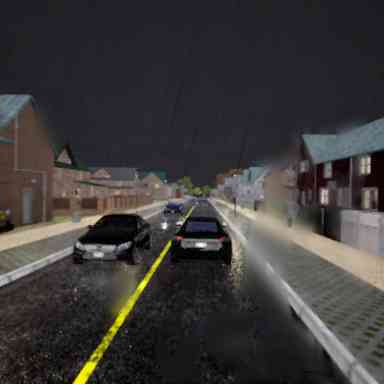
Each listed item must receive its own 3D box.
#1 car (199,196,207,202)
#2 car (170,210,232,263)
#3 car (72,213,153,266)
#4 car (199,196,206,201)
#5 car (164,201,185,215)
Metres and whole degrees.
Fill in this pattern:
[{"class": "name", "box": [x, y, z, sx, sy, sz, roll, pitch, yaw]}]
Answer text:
[{"class": "car", "box": [2.583, 1.736, 80.431, 2.033, 1.411, 5.357, 1, 0, 2]}, {"class": "car", "box": [0.344, 1.570, 12.030, 1.994, 1.385, 4.181, 1, 0, 2]}, {"class": "car", "box": [-2.502, 1.478, 11.580, 1.812, 1.442, 4.674, 1, 0, 2]}, {"class": "car", "box": [2.928, 1.795, 91.006, 1.895, 1.301, 4.718, 1, 0, 2]}, {"class": "car", "box": [-1.721, 1.579, 33.569, 1.895, 1.301, 4.718, 1, 0, 2]}]
